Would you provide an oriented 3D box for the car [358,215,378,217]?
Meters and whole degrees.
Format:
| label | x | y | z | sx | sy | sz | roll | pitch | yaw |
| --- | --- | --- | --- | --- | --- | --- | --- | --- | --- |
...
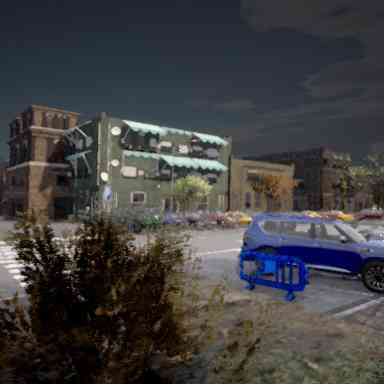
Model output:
| label | x | y | z | sx | sy | sz | roll | pitch | yaw |
| --- | --- | --- | --- | --- | --- | --- | --- | --- | --- |
| car | 9.180 | 2.214 | 15.113 | 4.553 | 1.767 | 2.185 | 1 | -1 | 32 |

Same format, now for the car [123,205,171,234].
| label | x | y | z | sx | sy | sz | roll | pitch | yaw |
| --- | --- | --- | --- | --- | --- | --- | --- | --- | --- |
| car | -4.834 | 2.032 | 25.697 | 5.566 | 2.045 | 2.435 | 0 | -2 | 32 |

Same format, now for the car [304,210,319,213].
| label | x | y | z | sx | sy | sz | roll | pitch | yaw |
| --- | --- | --- | --- | --- | --- | --- | --- | --- | --- |
| car | 11.560 | 2.912 | 38.340 | 5.008 | 1.535 | 2.097 | 0 | -3 | 33 |

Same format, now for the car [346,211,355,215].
| label | x | y | z | sx | sy | sz | roll | pitch | yaw |
| --- | --- | --- | --- | --- | --- | --- | --- | --- | --- |
| car | 18.422 | 3.180 | 43.867 | 5.366 | 1.575 | 1.946 | 0 | -2 | 32 |

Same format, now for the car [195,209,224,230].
| label | x | y | z | sx | sy | sz | roll | pitch | yaw |
| --- | --- | --- | --- | --- | --- | --- | --- | --- | --- |
| car | -0.136 | 2.464 | 29.304 | 4.892 | 1.521 | 2.231 | 0 | -3 | 32 |

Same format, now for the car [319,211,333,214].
| label | x | y | z | sx | sy | sz | roll | pitch | yaw |
| --- | --- | --- | --- | --- | --- | --- | --- | --- | --- |
| car | 13.743 | 3.000 | 40.249 | 5.366 | 1.575 | 1.946 | -1 | -2 | 32 |

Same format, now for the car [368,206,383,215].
| label | x | y | z | sx | sy | sz | roll | pitch | yaw |
| --- | --- | --- | --- | --- | --- | --- | --- | --- | --- |
| car | 27.915 | 3.416 | 51.037 | 4.553 | 1.767 | 2.185 | 0 | -3 | 32 |

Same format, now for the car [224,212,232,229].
| label | x | y | z | sx | sy | sz | roll | pitch | yaw |
| --- | --- | --- | --- | --- | --- | --- | --- | --- | --- |
| car | 2.183 | 2.427 | 31.133 | 4.553 | 1.767 | 2.185 | -1 | -3 | 32 |

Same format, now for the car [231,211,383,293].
| label | x | y | z | sx | sy | sz | roll | pitch | yaw |
| --- | --- | --- | --- | --- | --- | --- | --- | --- | --- |
| car | 4.457 | 1.906 | 11.393 | 5.566 | 2.045 | 2.435 | 1 | -1 | 32 |

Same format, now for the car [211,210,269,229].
| label | x | y | z | sx | sy | sz | roll | pitch | yaw |
| --- | --- | --- | --- | --- | --- | --- | --- | --- | --- |
| car | 4.706 | 2.638 | 32.827 | 5.366 | 1.575 | 1.946 | 0 | -2 | 32 |

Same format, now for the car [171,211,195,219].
| label | x | y | z | sx | sy | sz | roll | pitch | yaw |
| --- | --- | --- | --- | --- | --- | --- | --- | --- | --- |
| car | -2.472 | 2.413 | 27.490 | 4.674 | 1.452 | 2.002 | -1 | -2 | 32 |

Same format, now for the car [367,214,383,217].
| label | x | y | z | sx | sy | sz | roll | pitch | yaw |
| --- | --- | --- | --- | --- | --- | --- | --- | --- | --- |
| car | 11.619 | 2.307 | 16.923 | 4.553 | 1.767 | 2.185 | 1 | 0 | 32 |

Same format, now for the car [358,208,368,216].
| label | x | y | z | sx | sy | sz | roll | pitch | yaw |
| --- | --- | --- | --- | --- | --- | --- | --- | --- | --- |
| car | 20.948 | 3.301 | 45.577 | 4.792 | 1.488 | 2.163 | 0 | -2 | 32 |

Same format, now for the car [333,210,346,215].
| label | x | y | z | sx | sy | sz | roll | pitch | yaw |
| --- | --- | --- | --- | --- | --- | --- | --- | --- | --- |
| car | 16.246 | 3.092 | 41.969 | 5.008 | 1.535 | 2.097 | 0 | -2 | 32 |
